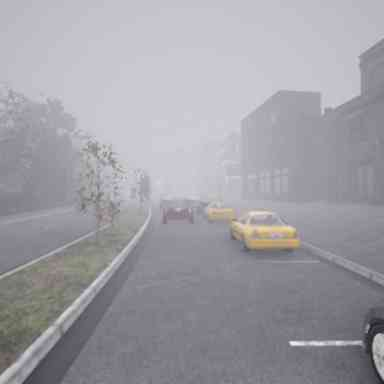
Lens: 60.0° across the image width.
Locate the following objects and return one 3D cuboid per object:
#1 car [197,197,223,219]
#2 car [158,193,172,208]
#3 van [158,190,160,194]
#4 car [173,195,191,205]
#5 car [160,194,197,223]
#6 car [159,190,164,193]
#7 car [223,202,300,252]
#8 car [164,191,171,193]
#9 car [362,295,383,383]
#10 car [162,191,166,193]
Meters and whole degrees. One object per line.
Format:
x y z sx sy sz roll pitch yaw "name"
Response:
1.243 1.370 31.584 2.163 1.488 4.792 0 0 -6 "car"
-3.029 1.275 40.889 1.882 1.535 5.008 0 0 -8 "car"
-7.560 0.645 90.464 1.878 1.987 4.442 0 1 -9 "van"
-1.679 1.214 51.965 2.231 1.521 4.892 0 0 -9 "car"
-1.097 1.241 24.406 2.097 1.767 4.553 0 0 -5 "car"
-5.871 0.732 79.412 2.435 2.045 5.566 0 1 -9 "car"
2.707 1.421 13.586 1.946 1.575 5.366 0 0 -2 "car"
-4.192 1.124 68.418 2.002 1.452 4.674 0 0 -9 "car"
3.066 1.472 2.266 2.231 1.521 4.892 0 0 0 "car"
-5.035 1.065 73.933 2.163 1.488 4.792 0 0 -9 "car"
